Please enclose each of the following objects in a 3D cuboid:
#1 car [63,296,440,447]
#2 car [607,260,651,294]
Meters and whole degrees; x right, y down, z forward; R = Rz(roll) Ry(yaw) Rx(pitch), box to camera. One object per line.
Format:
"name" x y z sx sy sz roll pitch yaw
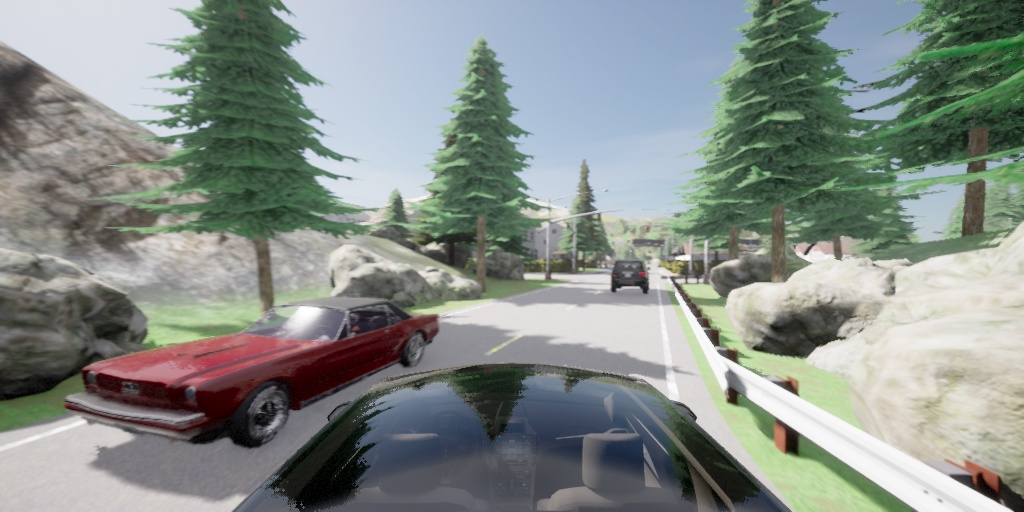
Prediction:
"car" -3.006 1.362 5.520 1.895 1.301 4.718 0 -1 17
"car" 7.709 1.258 23.286 2.150 2.045 5.566 0 -1 22
